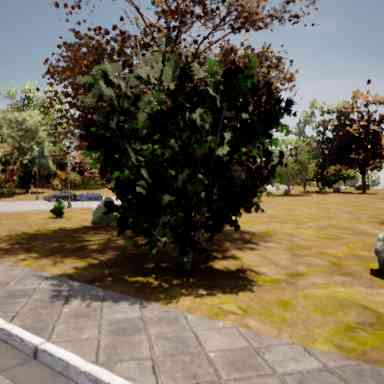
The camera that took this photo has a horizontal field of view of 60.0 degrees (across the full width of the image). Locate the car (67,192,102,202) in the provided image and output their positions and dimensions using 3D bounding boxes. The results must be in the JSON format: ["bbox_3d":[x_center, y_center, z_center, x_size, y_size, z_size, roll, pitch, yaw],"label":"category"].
[{"bbox_3d":[-14.627,0.671,46.487,1.994,1.385,4.181,1,3,39],"label":"car"}]

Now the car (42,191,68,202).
[{"bbox_3d":[-18.696,0.640,47.026,1.837,1.490,4.892,1,3,39],"label":"car"}]
